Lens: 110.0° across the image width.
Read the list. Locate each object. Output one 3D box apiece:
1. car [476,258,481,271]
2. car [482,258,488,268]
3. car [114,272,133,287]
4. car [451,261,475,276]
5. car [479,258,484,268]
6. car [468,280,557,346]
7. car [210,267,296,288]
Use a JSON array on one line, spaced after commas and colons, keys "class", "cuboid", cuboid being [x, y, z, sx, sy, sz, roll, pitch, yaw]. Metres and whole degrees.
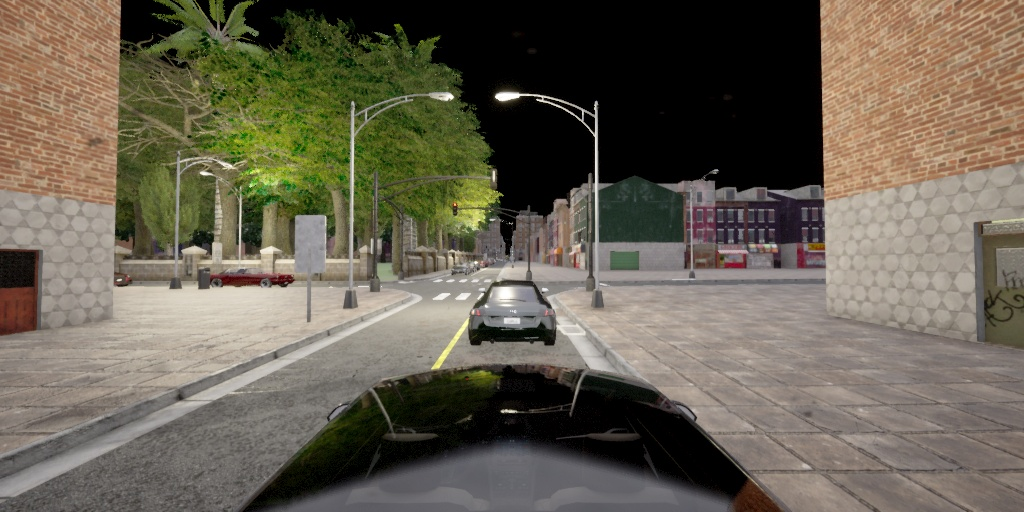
[{"class": "car", "cuboid": [-5.471, 1.344, 45.592, 2.007, 1.370, 4.403, 0, 0, 0]}, {"class": "car", "cuboid": [-5.570, 1.416, 61.941, 1.802, 1.307, 4.207, 0, 0, 0]}, {"class": "car", "cuboid": [-26.120, 1.299, 22.021, 4.181, 1.385, 1.994, 0, -1, 0]}, {"class": "car", "cuboid": [-5.455, 1.332, 38.456, 2.007, 1.370, 4.403, 0, 0, 0]}, {"class": "car", "cuboid": [-5.504, 1.370, 51.042, 1.948, 1.339, 4.313, 0, 0, 0]}, {"class": "car", "cuboid": [0.035, 1.317, 9.448, 1.994, 1.385, 4.181, 0, 0, 1]}, {"class": "car", "cuboid": [-16.094, 1.341, 22.052, 4.718, 1.301, 1.895, 0, -1, 0]}]
